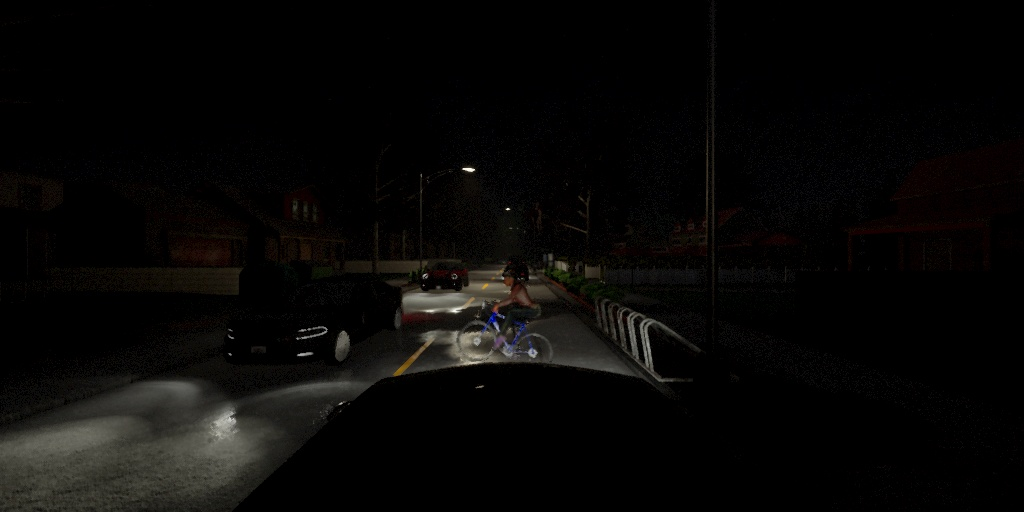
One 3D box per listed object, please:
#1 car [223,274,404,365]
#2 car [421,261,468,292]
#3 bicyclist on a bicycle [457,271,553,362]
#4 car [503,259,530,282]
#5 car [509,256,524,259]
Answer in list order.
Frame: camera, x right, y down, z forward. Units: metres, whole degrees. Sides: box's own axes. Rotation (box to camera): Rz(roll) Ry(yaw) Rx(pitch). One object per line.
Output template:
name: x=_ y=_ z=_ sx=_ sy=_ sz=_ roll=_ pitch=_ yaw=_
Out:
car: x=-4.031 y=1.228 z=8.237 sx=1.882 sy=1.535 sz=5.008 roll=0 pitch=0 yaw=1
car: x=-3.886 y=1.102 z=21.311 sx=2.097 sy=1.767 sz=4.553 roll=0 pitch=0 yaw=1
bicyclist on a bicycle: x=-0.025 y=1.092 z=6.124 sx=1.656 sy=1.620 sz=0.582 roll=12 pitch=-9 yaw=3
car: x=0.375 y=1.248 z=29.116 sx=1.837 sy=1.490 sz=4.892 roll=0 pitch=-2 yaw=1
car: x=0.525 y=0.972 z=44.024 sx=2.150 sy=2.045 sz=5.566 roll=0 pitch=0 yaw=1
